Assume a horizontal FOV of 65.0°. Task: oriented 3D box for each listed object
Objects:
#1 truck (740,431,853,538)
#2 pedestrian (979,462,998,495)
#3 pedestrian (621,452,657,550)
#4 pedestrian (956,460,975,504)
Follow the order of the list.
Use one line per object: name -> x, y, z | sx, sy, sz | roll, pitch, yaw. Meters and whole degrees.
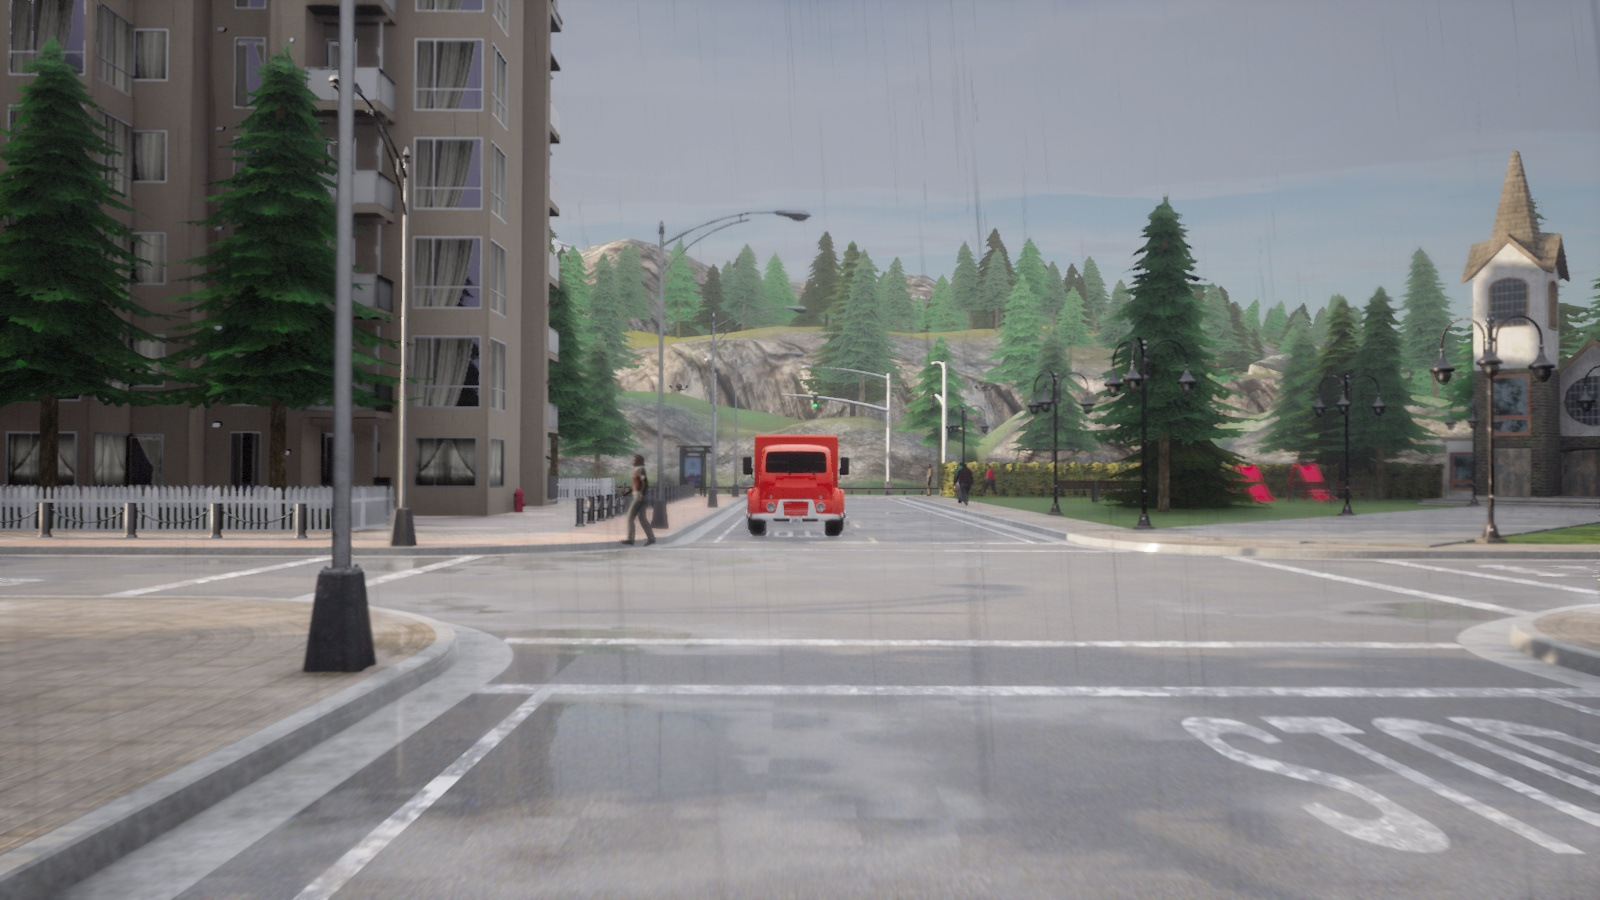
truck -> -0.095, 0.867, 31.817 | 2.627, 2.467, 5.204 | 0, -1, 0
pedestrian -> 10.788, 1.627, 71.708 | 0.899, 1.844, 0.634 | 0, -1, -12
pedestrian -> -3.227, 1.017, 25.147 | 0.666, 1.930, 0.402 | 0, -1, 0
pedestrian -> 6.916, 1.328, 52.600 | 0.634, 1.844, 0.899 | 0, -1, -3
